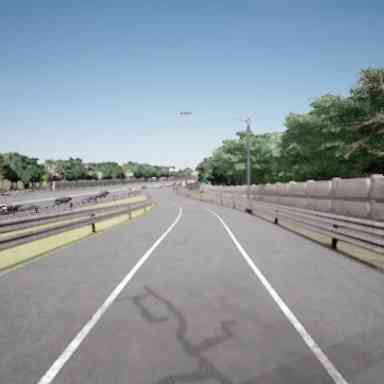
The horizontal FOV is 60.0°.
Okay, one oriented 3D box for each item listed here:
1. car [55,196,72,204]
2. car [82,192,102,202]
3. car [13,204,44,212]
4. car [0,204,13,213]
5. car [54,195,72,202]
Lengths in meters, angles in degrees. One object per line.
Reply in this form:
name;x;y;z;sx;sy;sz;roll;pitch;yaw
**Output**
car;-28.613;1.865;73.975;1.837;1.490;4.892;0;3;9
car;-24.220;1.599;79.328;2.033;1.411;5.357;0;3;9
car;-27.703;2.833;57.384;2.033;1.411;5.357;0;3;9
car;-31.158;2.756;57.940;2.128;1.511;4.902;0;3;9
car;-31.128;1.602;80.464;1.895;1.301;4.718;0;3;9
